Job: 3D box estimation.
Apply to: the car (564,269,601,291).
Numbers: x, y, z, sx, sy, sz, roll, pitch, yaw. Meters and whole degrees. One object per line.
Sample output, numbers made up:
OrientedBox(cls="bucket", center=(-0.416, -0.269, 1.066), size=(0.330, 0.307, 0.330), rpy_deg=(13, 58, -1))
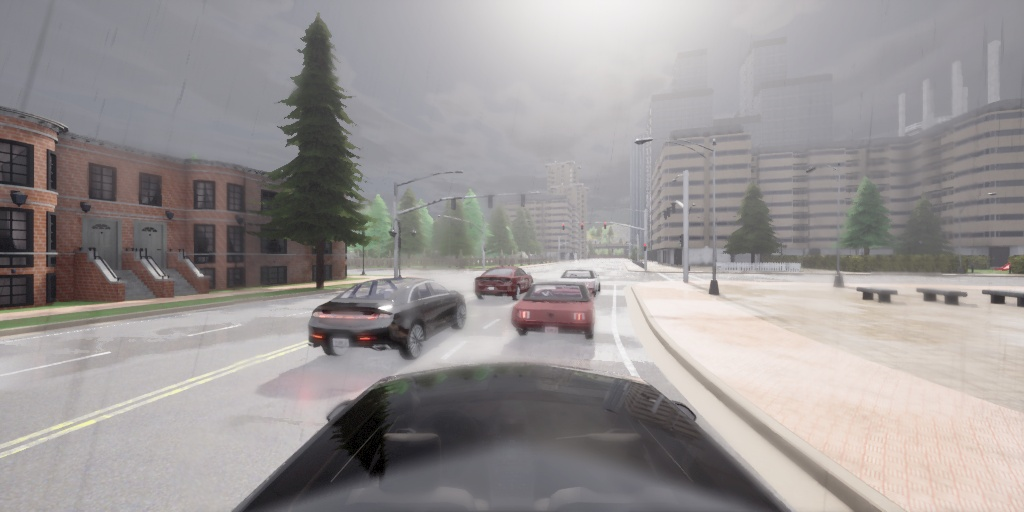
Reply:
OrientedBox(cls="car", center=(3.634, 1.351, 18.986), size=(1.895, 1.301, 4.718), rpy_deg=(0, 0, 17))

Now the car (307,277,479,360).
OrientedBox(cls="car", center=(-2.491, 1.242, 8.428), size=(2.128, 1.511, 4.902), rpy_deg=(0, 0, 9))

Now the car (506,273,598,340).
OrientedBox(cls="car", center=(1.381, 1.351, 10.098), size=(1.895, 1.301, 4.718), rpy_deg=(0, 0, 13))

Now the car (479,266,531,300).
OrientedBox(cls="car", center=(-0.237, 1.228, 17.645), size=(1.882, 1.535, 5.008), rpy_deg=(0, 0, 15))
